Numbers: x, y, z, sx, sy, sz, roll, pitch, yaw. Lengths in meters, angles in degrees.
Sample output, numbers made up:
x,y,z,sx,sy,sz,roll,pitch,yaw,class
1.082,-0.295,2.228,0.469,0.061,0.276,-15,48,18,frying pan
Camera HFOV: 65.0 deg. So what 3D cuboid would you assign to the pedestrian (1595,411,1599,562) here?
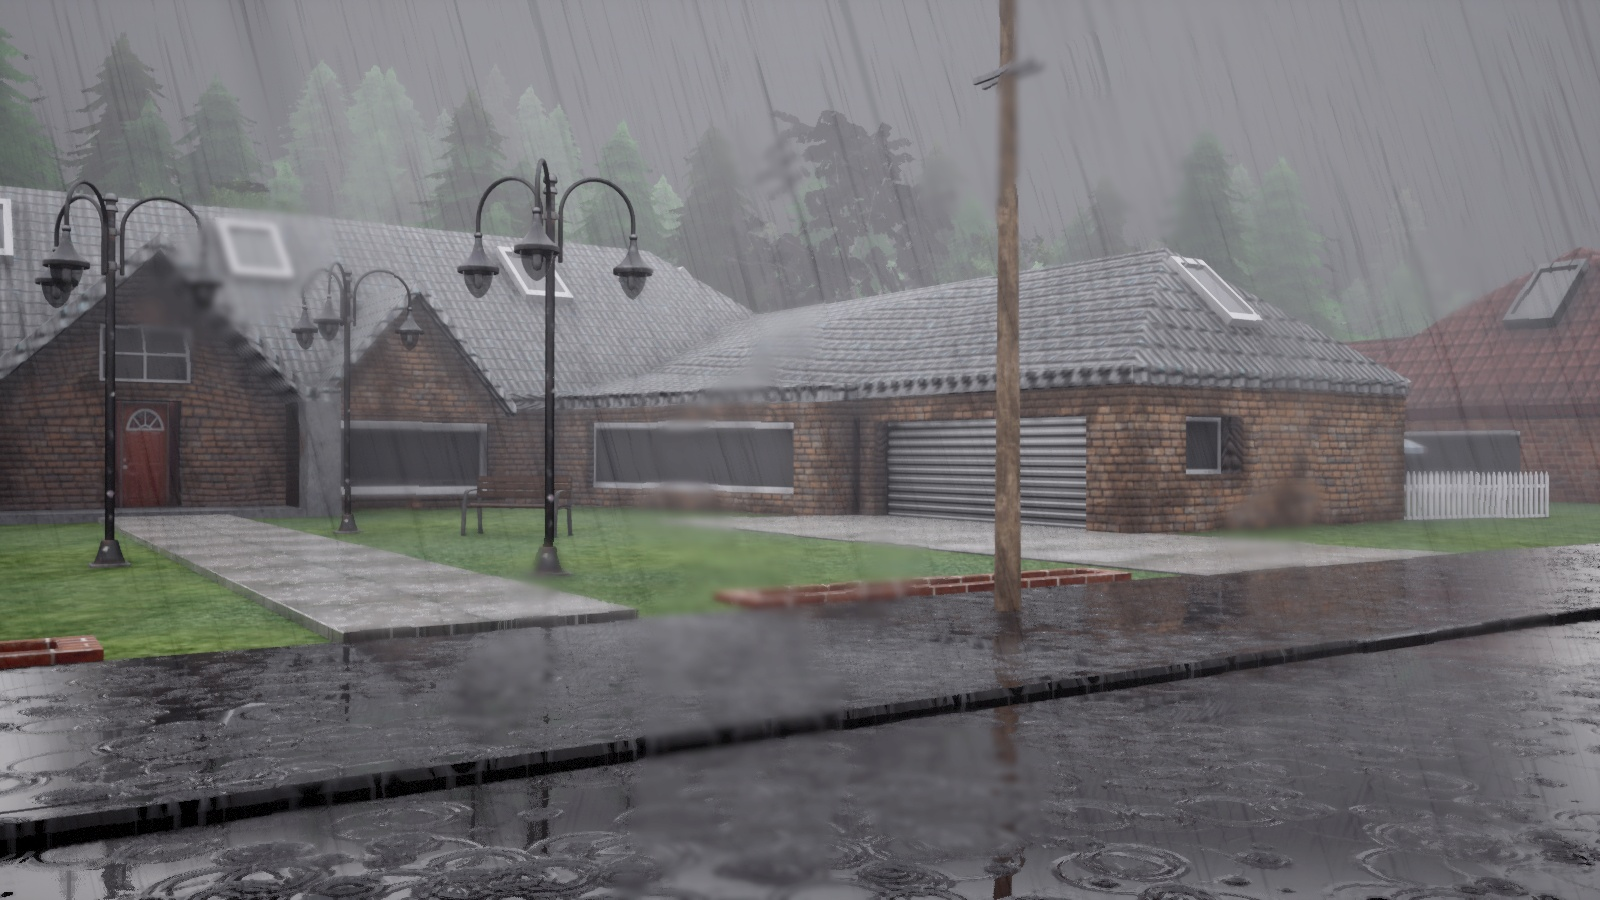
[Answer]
x,y,z,sx,sy,sz,roll,pitch,yaw,class
10.868,0.467,16.279,0.873,1.952,0.659,0,0,-34,pedestrian
